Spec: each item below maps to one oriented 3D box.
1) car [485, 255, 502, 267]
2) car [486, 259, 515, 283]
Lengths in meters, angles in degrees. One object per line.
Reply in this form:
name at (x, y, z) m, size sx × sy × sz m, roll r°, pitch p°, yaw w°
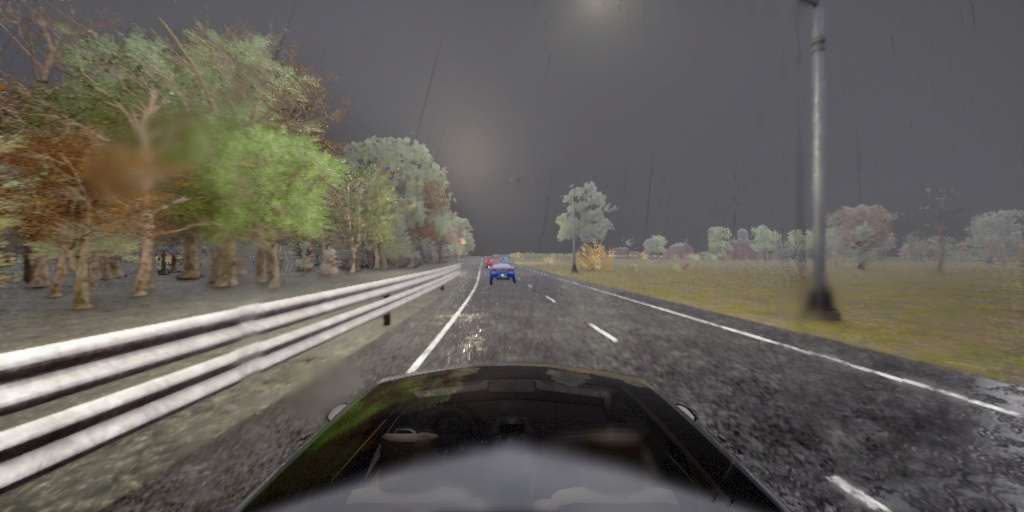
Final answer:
car at (-3.289, 0.946, 59.013) m, size 2.150 × 2.045 × 5.566 m, roll 0°, pitch 0°, yaw -5°
car at (-0.816, 1.219, 27.681) m, size 1.882 × 1.535 × 5.008 m, roll 0°, pitch 0°, yaw -4°
